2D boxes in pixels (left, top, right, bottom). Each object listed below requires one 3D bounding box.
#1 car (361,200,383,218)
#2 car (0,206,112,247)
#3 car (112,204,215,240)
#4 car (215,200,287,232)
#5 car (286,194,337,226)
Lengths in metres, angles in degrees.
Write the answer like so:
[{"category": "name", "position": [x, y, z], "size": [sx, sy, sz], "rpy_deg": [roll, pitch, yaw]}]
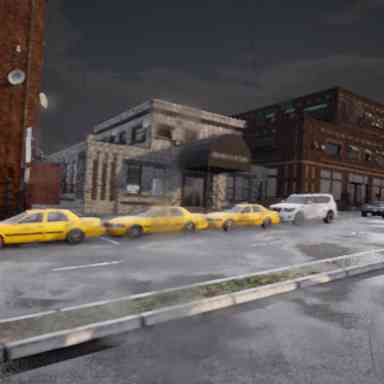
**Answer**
[{"category": "car", "position": [16.778, 1.450, 29.094], "size": [4.792, 1.488, 2.163], "rpy_deg": [0, 0, -34]}, {"category": "car", "position": [-6.269, 1.362, 13.364], "size": [5.366, 1.575, 1.946], "rpy_deg": [0, 0, -34]}, {"category": "car", "position": [-1.702, 1.371, 16.471], "size": [5.366, 1.575, 1.946], "rpy_deg": [0, 0, -34]}, {"category": "car", "position": [2.861, 1.383, 19.586], "size": [5.366, 1.575, 1.946], "rpy_deg": [0, 0, -34]}, {"category": "car", "position": [7.660, 1.146, 22.859], "size": [5.566, 2.045, 2.435], "rpy_deg": [0, 0, -34]}]
